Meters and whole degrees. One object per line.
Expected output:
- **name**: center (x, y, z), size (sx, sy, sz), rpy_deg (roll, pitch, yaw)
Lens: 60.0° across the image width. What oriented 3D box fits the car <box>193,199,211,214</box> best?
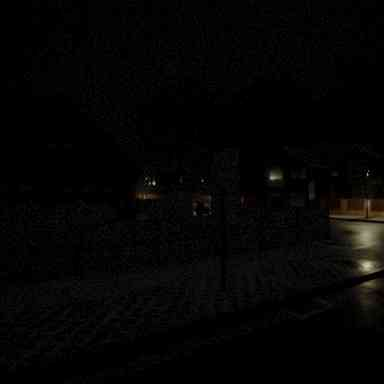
- **car**: center (1.188, 1.410, 32.576), size (1.812, 1.442, 4.674), rpy_deg (0, 0, -35)
